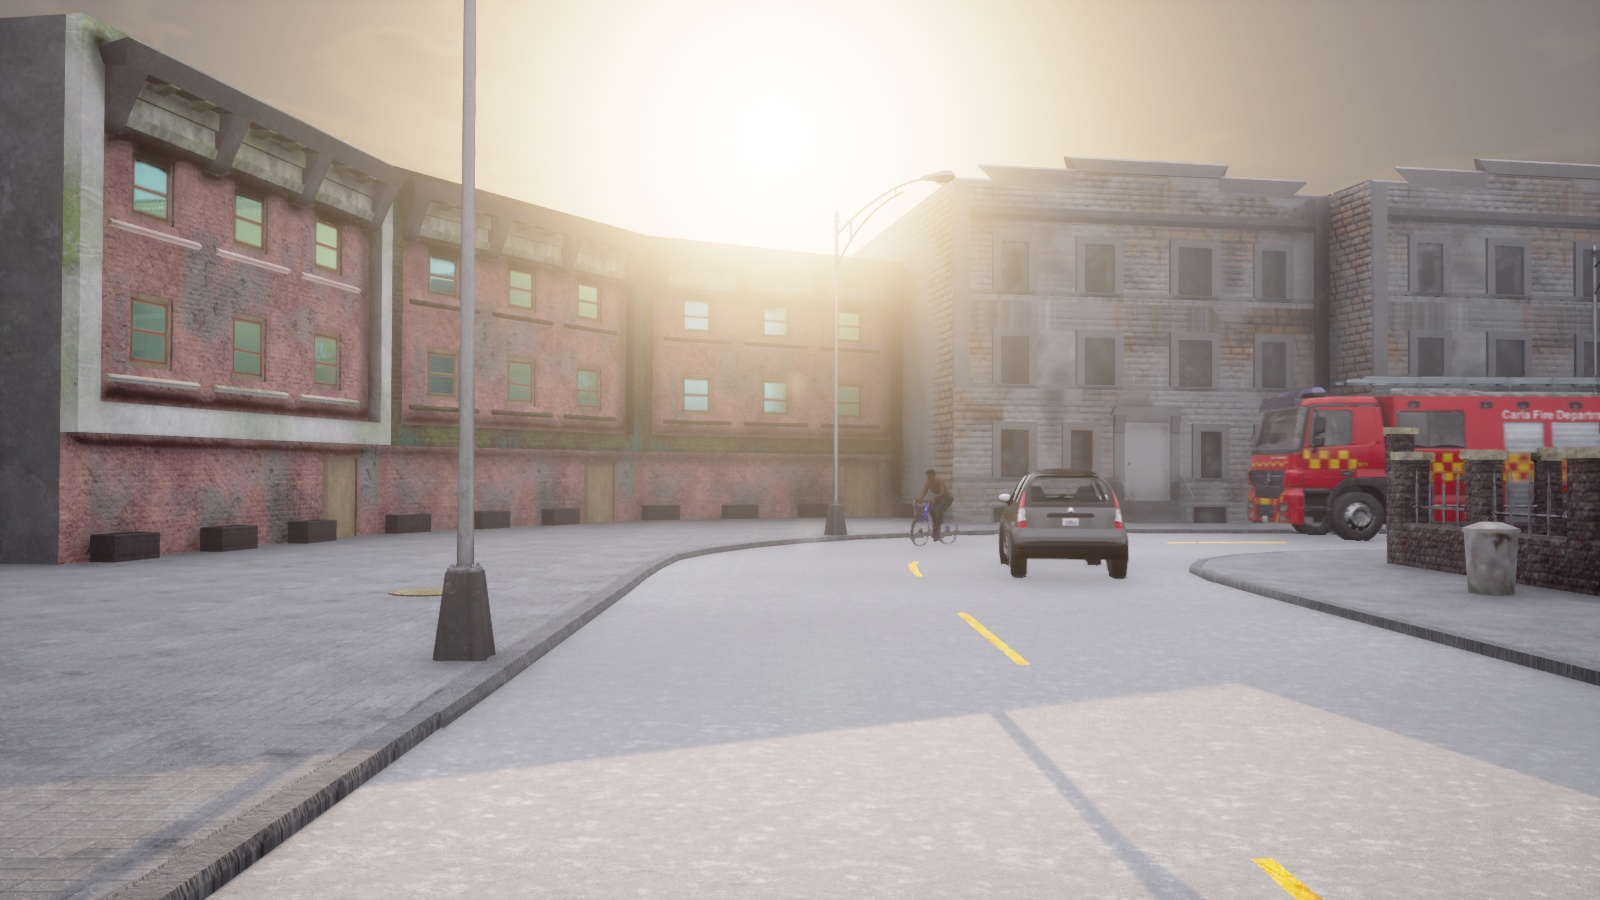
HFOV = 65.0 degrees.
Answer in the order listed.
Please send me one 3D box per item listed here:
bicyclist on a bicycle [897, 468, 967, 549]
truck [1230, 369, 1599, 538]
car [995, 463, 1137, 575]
[{"bbox_3d":[2.778,1.200,26.353,0.582,1.620,1.656,1,0,42],"label":"bicyclist on a bicycle"},{"bbox_3d":[15.078,0.095,30.187,8.468,3.827,2.891,0,-1,0],"label":"truck"},{"bbox_3d":[4.159,1.036,20.193,1.851,1.617,3.988,0,-1,7],"label":"car"}]
